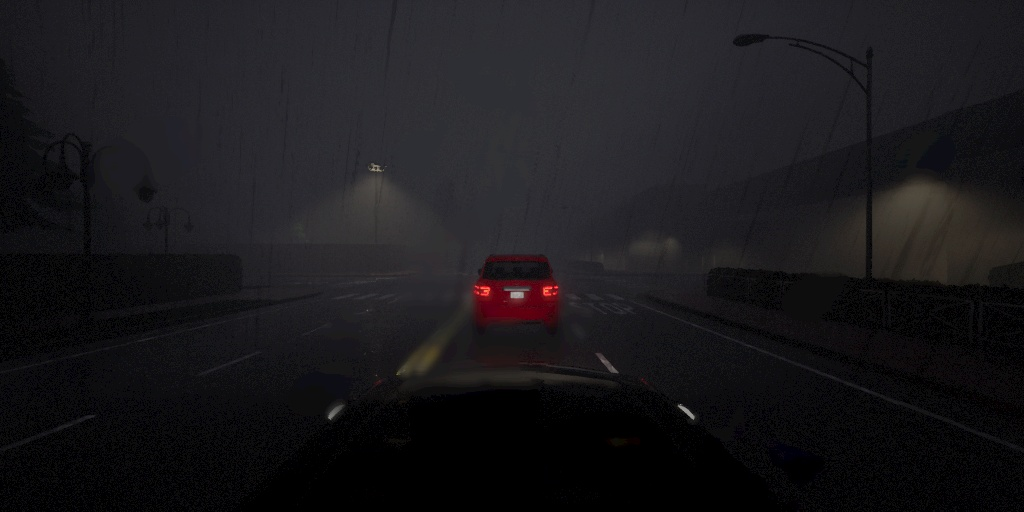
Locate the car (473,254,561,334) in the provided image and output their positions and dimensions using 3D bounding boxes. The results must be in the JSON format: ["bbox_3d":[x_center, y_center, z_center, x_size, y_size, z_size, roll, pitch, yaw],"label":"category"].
[{"bbox_3d":[0.121,0.971,10.740,2.150,2.045,5.566,0,0,0],"label":"car"}]

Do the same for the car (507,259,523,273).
[{"bbox_3d":[0.356,1.225,45.593,1.882,1.535,5.008,0,0,1],"label":"car"}]
